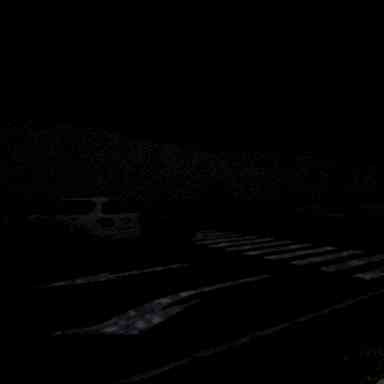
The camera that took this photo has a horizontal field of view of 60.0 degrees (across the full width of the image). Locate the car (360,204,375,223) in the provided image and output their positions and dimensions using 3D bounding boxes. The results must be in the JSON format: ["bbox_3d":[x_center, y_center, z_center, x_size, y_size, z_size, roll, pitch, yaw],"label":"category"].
[{"bbox_3d":[10.055,1.556,23.834,4.792,1.488,2.163,-1,-1,35],"label":"car"}]

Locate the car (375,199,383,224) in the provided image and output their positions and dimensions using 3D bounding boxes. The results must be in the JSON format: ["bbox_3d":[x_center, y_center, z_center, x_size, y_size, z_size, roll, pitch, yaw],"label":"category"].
[{"bbox_3d":[12.664,1.534,25.448,5.366,1.575,1.946,-1,-1,35],"label":"car"}]

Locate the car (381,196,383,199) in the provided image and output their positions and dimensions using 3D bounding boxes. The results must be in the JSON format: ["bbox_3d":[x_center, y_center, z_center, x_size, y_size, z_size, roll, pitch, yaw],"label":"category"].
[{"bbox_3d":[17.392,1.434,28.997,4.553,1.767,2.185,-1,-1,34],"label":"car"}]

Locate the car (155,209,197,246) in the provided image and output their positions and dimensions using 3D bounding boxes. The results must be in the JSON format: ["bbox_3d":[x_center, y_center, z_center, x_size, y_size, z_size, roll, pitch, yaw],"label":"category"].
[{"bbox_3d":[-2.064,1.491,15.177,4.892,1.521,2.231,-1,-1,34],"label":"car"}]

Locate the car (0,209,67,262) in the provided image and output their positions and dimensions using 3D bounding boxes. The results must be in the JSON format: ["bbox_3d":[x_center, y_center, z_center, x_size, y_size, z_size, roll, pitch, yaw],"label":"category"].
[{"bbox_3d":[-6.920,1.491,11.711,5.008,1.535,2.097,-1,-1,35],"label":"car"}]

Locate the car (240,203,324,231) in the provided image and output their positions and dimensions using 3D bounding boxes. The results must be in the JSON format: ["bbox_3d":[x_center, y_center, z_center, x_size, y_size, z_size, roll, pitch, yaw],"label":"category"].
[{"bbox_3d":[5.225,1.544,20.354,4.674,1.452,2.002,-1,-1,35],"label":"car"}]

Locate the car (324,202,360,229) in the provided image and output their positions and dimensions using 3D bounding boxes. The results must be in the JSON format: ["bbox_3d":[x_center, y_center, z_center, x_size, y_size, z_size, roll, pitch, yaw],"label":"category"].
[{"bbox_3d":[7.805,1.508,21.986,5.366,1.575,1.946,-1,-1,35],"label":"car"}]

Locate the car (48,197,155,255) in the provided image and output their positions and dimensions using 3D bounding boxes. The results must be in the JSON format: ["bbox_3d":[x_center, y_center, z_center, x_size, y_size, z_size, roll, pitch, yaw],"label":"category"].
[{"bbox_3d":[-4.519,1.238,13.450,5.566,2.045,2.435,-1,-1,35],"label":"car"}]
